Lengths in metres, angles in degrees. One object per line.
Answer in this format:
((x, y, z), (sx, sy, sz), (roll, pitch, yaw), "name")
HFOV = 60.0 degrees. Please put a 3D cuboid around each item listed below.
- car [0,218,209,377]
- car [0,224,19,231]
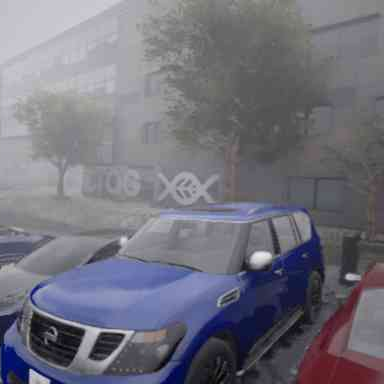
((-1.934, 1.519, 6.625), (2.163, 1.488, 4.792), (0, 0, 35), "car")
((-6.448, 1.533, 9.917), (2.163, 1.488, 4.792), (0, 0, 35), "car")
